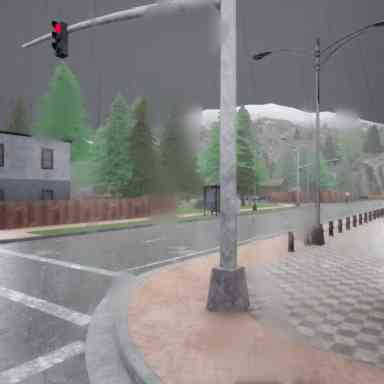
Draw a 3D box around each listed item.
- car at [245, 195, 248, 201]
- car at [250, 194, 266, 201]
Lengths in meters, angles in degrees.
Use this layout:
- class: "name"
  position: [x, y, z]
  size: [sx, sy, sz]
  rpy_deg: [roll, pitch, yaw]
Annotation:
- class: "car"
  position: [13.046, 1.146, 77.459]
  size: [1.905, 1.878, 3.866]
  rpy_deg: [0, 0, 36]
- class: "car"
  position: [15.311, 1.144, 76.300]
  size: [1.932, 1.855, 4.605]
  rpy_deg: [0, 0, 36]
